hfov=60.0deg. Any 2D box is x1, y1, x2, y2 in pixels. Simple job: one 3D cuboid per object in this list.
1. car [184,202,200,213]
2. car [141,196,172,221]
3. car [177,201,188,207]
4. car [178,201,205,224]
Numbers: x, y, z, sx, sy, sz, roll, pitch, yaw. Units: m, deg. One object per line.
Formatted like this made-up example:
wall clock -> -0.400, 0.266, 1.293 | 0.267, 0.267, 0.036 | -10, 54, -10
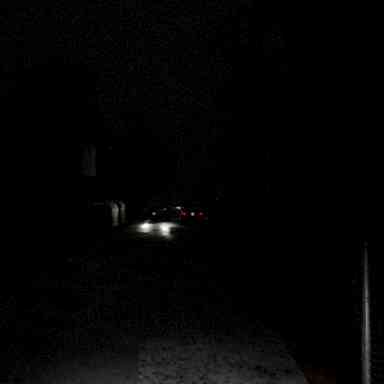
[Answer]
car -> -0.013, 1.923, 42.265 | 1.895, 1.301, 4.718 | 0, -1, 0
car -> -2.919, 1.339, 28.254 | 2.150, 2.045, 5.566 | 0, -1, 0
car -> -1.880, 2.517, 69.337 | 1.895, 1.301, 4.718 | 0, -2, 4
car -> 0.040, 1.637, 25.821 | 2.033, 1.411, 5.357 | 0, -1, 0
